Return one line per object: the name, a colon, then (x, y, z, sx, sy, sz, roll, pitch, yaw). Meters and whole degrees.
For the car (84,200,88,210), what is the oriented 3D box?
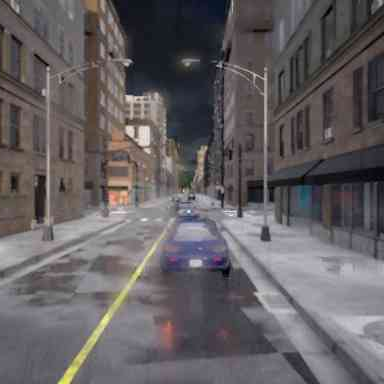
car: (-14.635, 1.360, 39.474, 4.097, 1.590, 1.967, 0, 0, 1)

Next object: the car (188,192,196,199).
car: (-0.080, 0.910, 91.826, 2.150, 2.045, 5.566, 0, 0, 0)

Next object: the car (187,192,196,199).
car: (-0.070, 1.304, 81.378, 1.882, 1.535, 5.008, 0, 0, 0)

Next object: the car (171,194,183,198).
car: (-3.064, 1.372, 66.571, 2.128, 1.511, 4.902, 0, 0, 0)

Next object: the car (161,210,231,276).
car: (0.093, 1.511, 10.172, 1.812, 1.442, 4.674, 0, 0, 0)

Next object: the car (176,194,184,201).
car: (-3.071, 1.347, 82.897, 1.812, 1.442, 4.674, 0, 0, 0)

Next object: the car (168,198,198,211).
car: (-0.783, 1.505, 27.053, 2.033, 1.411, 5.357, 0, 0, -12)
